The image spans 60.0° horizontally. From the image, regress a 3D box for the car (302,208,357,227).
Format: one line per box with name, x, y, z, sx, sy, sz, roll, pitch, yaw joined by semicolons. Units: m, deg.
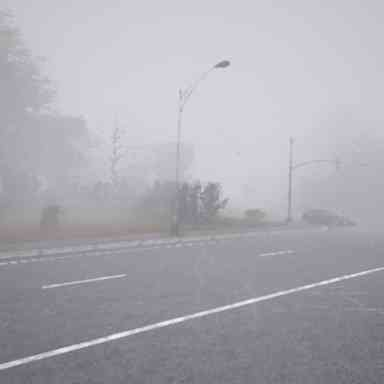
car;11.811;2.225;28.882;1.837;1.490;4.892;3;-1;-28
